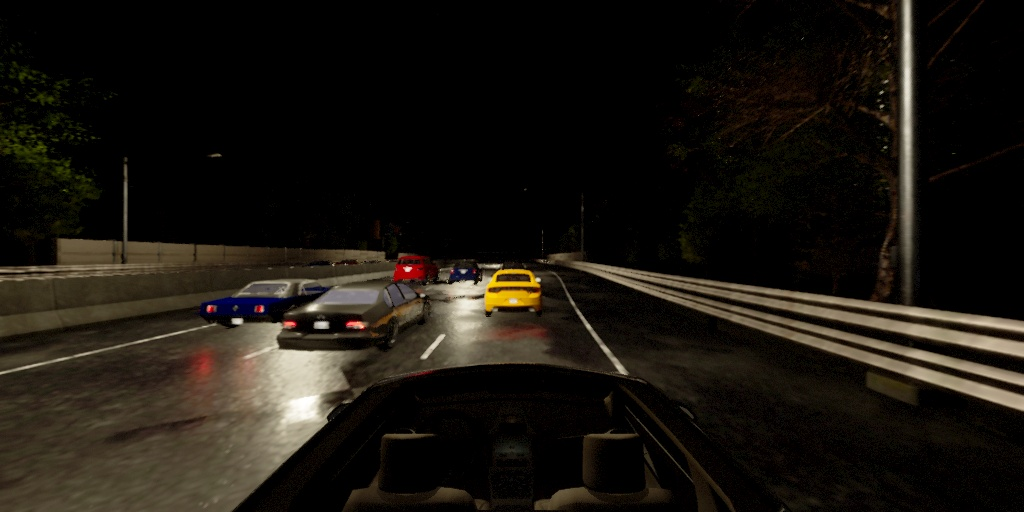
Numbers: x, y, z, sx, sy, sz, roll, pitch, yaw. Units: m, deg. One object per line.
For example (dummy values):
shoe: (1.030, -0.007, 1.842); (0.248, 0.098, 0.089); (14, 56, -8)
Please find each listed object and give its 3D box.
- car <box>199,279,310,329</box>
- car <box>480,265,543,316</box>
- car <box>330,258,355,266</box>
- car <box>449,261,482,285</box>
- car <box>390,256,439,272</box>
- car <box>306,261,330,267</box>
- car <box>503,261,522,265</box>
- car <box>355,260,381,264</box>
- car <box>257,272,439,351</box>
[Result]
car: (-6.938, 1.374, 11.314); (1.895, 1.301, 4.718); (0, 0, 0)
car: (0.072, 1.258, 13.463); (1.882, 1.535, 5.008); (0, -1, 1)
car: (-24.553, 1.258, 53.402); (2.097, 1.767, 4.553); (0, 0, 0)
car: (-3.432, 1.170, 27.443); (2.097, 1.767, 4.553); (0, 0, 0)
car: (-6.937, 1.040, 26.580); (2.150, 2.045, 5.566); (0, 0, 0)
car: (-28.052, 1.426, 52.135); (1.812, 1.442, 4.674); (0, 0, 0)
car: (0.068, 1.170, 27.439); (2.097, 1.767, 4.553); (0, 0, 0)
car: (-21.054, 1.398, 53.714); (2.128, 1.511, 4.902); (0, 0, 1)
car: (-3.453, 1.315, 9.043); (2.033, 1.411, 5.357); (0, 0, 0)
